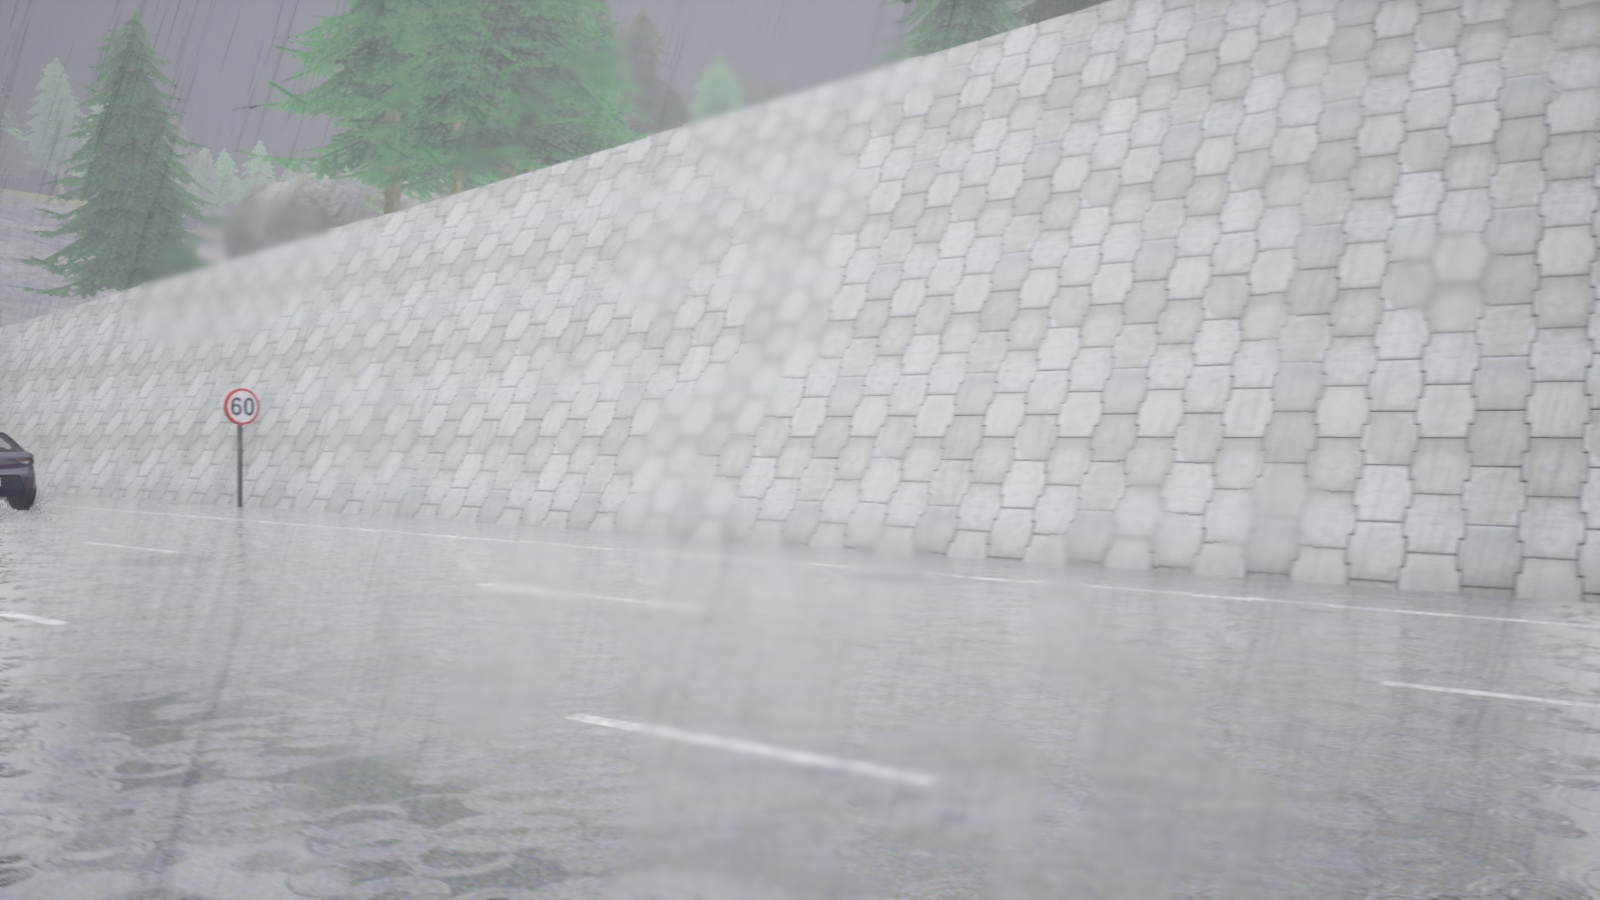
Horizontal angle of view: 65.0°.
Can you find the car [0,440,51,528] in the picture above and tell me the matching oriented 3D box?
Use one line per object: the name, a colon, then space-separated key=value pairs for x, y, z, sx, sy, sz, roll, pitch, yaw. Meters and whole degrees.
car: x=-15.233 y=0.580 z=22.147 sx=4.193 sy=1.474 sz=1.816 roll=0 pitch=1 yaw=34
